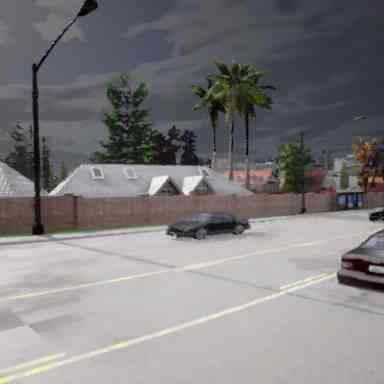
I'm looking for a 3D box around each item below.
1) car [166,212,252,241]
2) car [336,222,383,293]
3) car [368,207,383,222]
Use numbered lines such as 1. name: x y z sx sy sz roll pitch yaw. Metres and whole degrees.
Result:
1. car: 1.109 1.840 18.817 5.357 1.411 2.033 0 -1 -41
2. car: 5.617 1.627 8.455 5.357 1.411 2.033 0 -1 -42
3. car: 16.492 1.889 27.742 4.718 1.301 1.895 0 -1 -41
